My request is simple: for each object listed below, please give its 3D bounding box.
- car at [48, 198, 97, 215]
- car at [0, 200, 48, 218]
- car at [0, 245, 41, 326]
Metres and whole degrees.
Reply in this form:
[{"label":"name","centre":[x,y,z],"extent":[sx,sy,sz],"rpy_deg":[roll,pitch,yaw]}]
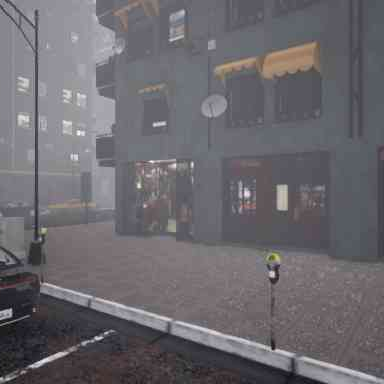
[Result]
[{"label":"car","centre":[-11.019,1.250,30.514],"extent":[1.752,1.417,4.829],"rpy_deg":[1,1,35]},{"label":"car","centre":[-14.103,1.350,26.086],"extent":[2.008,1.369,4.403],"rpy_deg":[1,1,35]},{"label":"car","centre":[-4.519,1.551,6.086],"extent":[4.403,1.369,2.008],"rpy_deg":[0,0,35]}]
